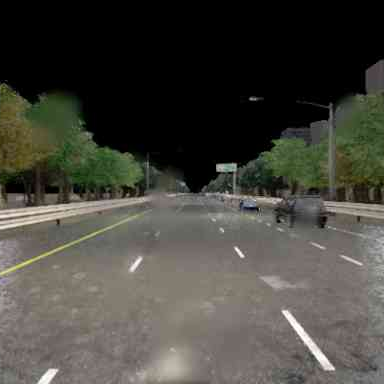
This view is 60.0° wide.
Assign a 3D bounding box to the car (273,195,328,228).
[{"bbox_3d":[7.025,1.225,22.055,2.150,2.045,5.566,0,0,0],"label":"car"}]

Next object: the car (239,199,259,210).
[{"bbox_3d":[7.094,1.585,41.933,1.994,1.385,4.181,0,0,0],"label":"car"}]

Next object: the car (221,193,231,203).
[{"bbox_3d":[7.282,1.581,72.324,2.033,1.411,5.357,0,0,0],"label":"car"}]
